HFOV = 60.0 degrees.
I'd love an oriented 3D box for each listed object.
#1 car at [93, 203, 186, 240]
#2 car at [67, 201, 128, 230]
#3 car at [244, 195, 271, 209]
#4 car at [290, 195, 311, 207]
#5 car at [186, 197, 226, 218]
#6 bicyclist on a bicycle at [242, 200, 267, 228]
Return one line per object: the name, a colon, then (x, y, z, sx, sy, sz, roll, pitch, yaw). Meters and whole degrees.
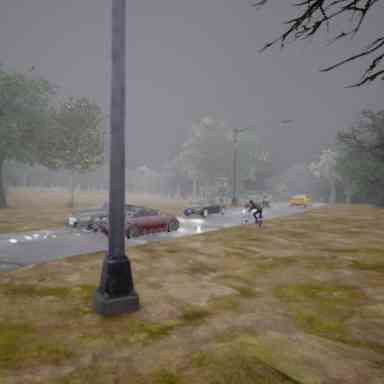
car: (-2.524, 1.452, 16.821, 1.994, 1.385, 4.181, 1, 2, 37)
car: (-4.770, 1.307, 19.205, 2.128, 1.511, 4.902, 1, 2, 37)
car: (7.321, 1.078, 37.062, 1.837, 1.490, 4.892, 1, 1, 31)
car: (13.844, 1.109, 42.233, 1.882, 1.535, 5.008, 1, 1, 28)
car: (1.132, 1.192, 27.346, 1.837, 1.490, 4.892, 1, 2, 33)
bicyclist on a bicycle: (3.674, 1.304, 19.732, 1.656, 1.620, 0.582, -1, 0, 36)
